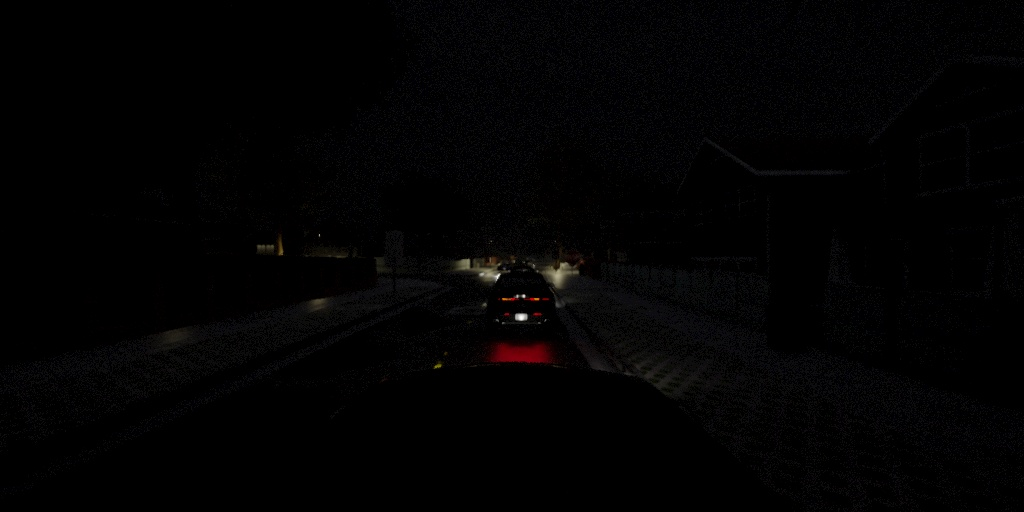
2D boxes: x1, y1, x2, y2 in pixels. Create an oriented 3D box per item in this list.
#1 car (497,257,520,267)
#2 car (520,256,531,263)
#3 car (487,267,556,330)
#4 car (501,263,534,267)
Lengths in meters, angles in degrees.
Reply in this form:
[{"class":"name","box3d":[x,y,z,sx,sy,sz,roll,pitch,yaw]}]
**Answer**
[{"class":"car","box3d":[-0.615,1.166,42.952,2.128,1.511,4.902,0,0,6]},{"class":"car","box3d":[1.407,0.898,59.332,2.097,1.767,4.553,0,1,8]},{"class":"car","box3d":[0.283,1.250,11.185,1.837,1.490,4.892,0,0,1]},{"class":"car","box3d":[0.629,1.306,20.927,1.994,1.385,4.181,0,0,3]}]
